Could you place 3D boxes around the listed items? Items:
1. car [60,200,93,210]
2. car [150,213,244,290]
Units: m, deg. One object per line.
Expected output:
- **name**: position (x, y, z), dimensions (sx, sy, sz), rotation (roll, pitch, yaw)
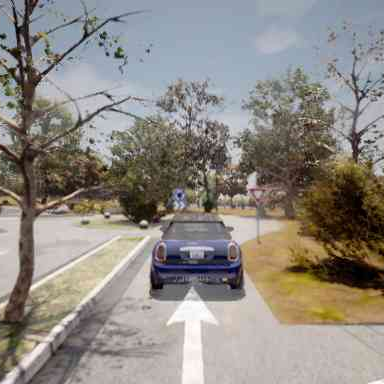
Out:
- **car**: position (-15.254, 1.703, 42.729), dimensions (5.008, 1.535, 1.882), rotation (2, -2, 3)
- **car**: position (0.129, 1.369, 9.297), dimensions (2.097, 1.767, 4.553), rotation (0, 0, 1)
